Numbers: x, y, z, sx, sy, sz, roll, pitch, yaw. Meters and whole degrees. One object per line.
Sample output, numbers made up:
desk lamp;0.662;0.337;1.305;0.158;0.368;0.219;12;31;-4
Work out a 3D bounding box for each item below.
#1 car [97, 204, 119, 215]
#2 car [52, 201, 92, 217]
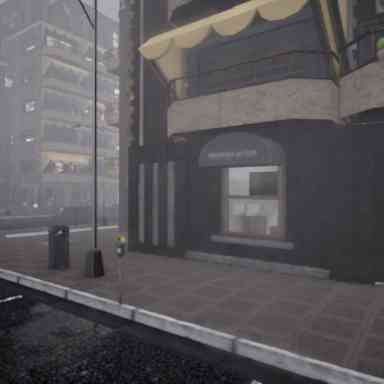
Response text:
car;-9.459;2.052;39.919;1.802;1.307;4.206;-1;-1;35
car;-12.743;1.809;35.296;1.967;1.590;4.097;-1;-1;35
